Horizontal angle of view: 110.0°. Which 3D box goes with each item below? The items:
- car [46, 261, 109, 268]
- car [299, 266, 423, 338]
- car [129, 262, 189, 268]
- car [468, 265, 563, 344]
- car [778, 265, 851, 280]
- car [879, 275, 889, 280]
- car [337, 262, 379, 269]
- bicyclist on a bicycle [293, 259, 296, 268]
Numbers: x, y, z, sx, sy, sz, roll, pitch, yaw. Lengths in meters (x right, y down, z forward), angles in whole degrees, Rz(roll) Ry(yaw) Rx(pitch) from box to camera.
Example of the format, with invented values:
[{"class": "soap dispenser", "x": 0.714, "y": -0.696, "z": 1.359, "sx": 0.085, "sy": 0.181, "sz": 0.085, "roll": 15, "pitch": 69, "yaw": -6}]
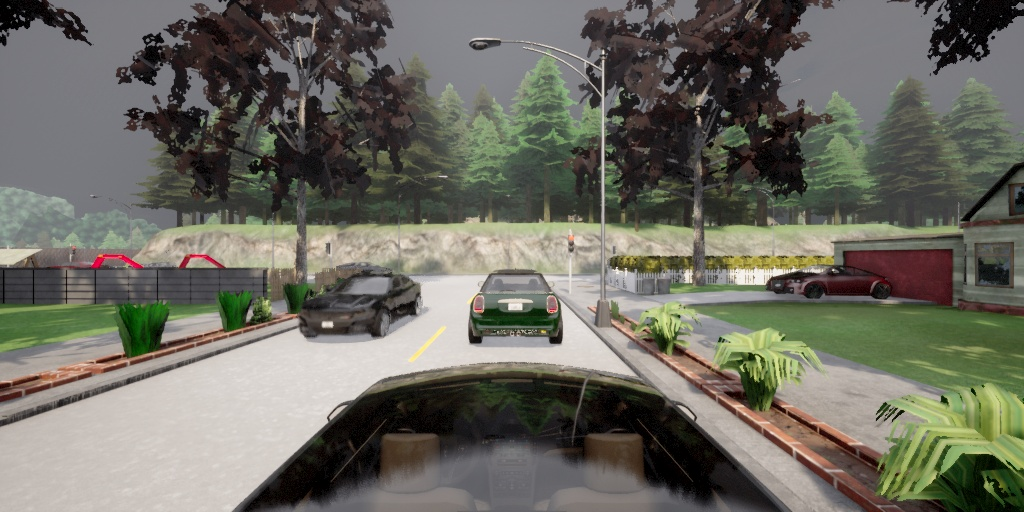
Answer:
[{"class": "car", "x": -42.952, "y": 1.228, "z": 35.433, "sx": 5.008, "sy": 1.535, "sz": 1.882, "roll": 0, "pitch": 0, "yaw": 1}, {"class": "car", "x": -4.010, "y": 1.227, "z": 10.345, "sx": 1.882, "sy": 1.535, "sz": 5.008, "roll": 0, "pitch": 0, "yaw": 1}, {"class": "car", "x": -30.431, "y": 1.241, "z": 31.218, "sx": 4.902, "sy": 1.511, "sz": 2.128, "roll": 0, "pitch": 0, "yaw": 1}, {"class": "car", "x": 0.108, "y": 1.102, "z": 9.759, "sx": 2.097, "sy": 1.767, "sz": 4.553, "roll": 0, "pitch": 0, "yaw": 1}, {"class": "car", "x": 29.322, "y": 1.228, "z": 34.837, "sx": 5.008, "sy": 1.535, "sz": 1.882, "roll": 0, "pitch": 0, "yaw": 1}, {"class": "car", "x": 39.188, "y": 1.103, "z": 34.722, "sx": 4.553, "sy": 1.767, "sz": 2.097, "roll": 0, "pitch": 0, "yaw": 1}, {"class": "car", "x": -12.639, "y": 1.242, "z": 31.025, "sx": 4.902, "sy": 1.511, "sz": 2.128, "roll": 0, "pitch": 0, "yaw": 1}, {"class": "bicyclist on a bicycle", "x": -23.711, "y": 1.099, "z": 39.546, "sx": 0.582, "sy": 1.620, "sz": 1.656, "roll": 0, "pitch": 0, "yaw": 1}]
